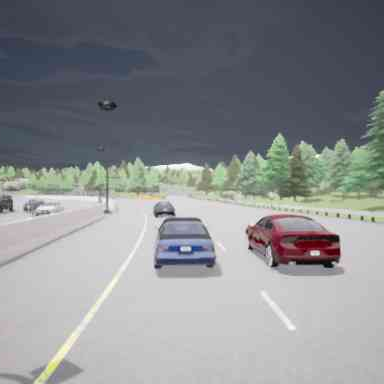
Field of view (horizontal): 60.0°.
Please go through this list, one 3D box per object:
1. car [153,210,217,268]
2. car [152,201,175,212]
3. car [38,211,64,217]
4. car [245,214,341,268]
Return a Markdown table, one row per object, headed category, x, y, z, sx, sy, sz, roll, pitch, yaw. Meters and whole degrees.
| category | x | y | z | sx | sy | sz | roll | pitch | yaw |
| --- | --- | --- | --- | --- | --- | --- | --- | --- | --- |
| car | -0.323 | 1.560 | 11.349 | 2.033 | 1.411 | 5.357 | 0 | 0 | -4 |
| car | -2.796 | 1.605 | 32.562 | 1.994 | 1.385 | 4.181 | 0 | 0 | -9 |
| car | -13.523 | 1.587 | 32.073 | 1.812 | 1.442 | 4.674 | 0 | 0 | -10 |
| car | 3.145 | 1.484 | 11.351 | 1.882 | 1.535 | 5.008 | 0 | 0 | -3 |
